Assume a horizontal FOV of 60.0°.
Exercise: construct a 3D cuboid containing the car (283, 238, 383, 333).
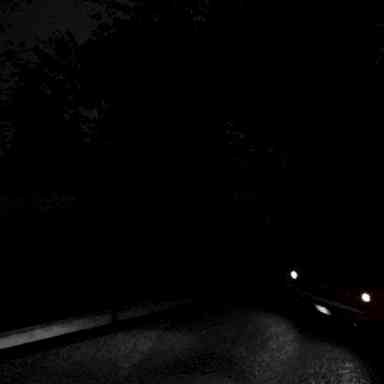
[{"bbox_3d":[4.100,1.584,6.366,4.718,1.301,1.895,0,0,-26],"label":"car"}]
